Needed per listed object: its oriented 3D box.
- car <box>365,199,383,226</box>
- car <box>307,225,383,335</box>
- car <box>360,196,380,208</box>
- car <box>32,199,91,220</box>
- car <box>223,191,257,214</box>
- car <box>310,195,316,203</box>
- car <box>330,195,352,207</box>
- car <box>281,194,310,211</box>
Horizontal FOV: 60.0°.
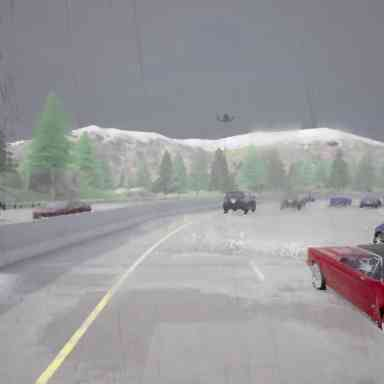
[{"bbox_3d":[7.377,1.257,9.948,2.097,1.767,4.553,0,1,5],"label":"car"},{"bbox_3d":[3.622,1.545,5.798,1.895,1.301,4.718,0,1,1],"label":"car"},{"bbox_3d":[21.885,1.180,40.635,1.994,1.385,4.181,0,1,36],"label":"car"},{"bbox_3d":[-8.755,1.262,22.714,1.882,1.535,5.008,0,0,11],"label":"car"},{"bbox_3d":[4.517,0.926,30.937,2.150,2.045,5.566,0,0,21],"label":"car"},{"bbox_3d":[18.033,1.028,52.776,1.812,1.442,4.674,0,0,41],"label":"car"},{"bbox_3d":[19.363,1.071,43.089,1.882,1.535,5.008,0,0,37],"label":"car"},{"bbox_3d":[11.082,1.011,36.065,2.097,1.767,4.553,1,1,27],"label":"car"}]
